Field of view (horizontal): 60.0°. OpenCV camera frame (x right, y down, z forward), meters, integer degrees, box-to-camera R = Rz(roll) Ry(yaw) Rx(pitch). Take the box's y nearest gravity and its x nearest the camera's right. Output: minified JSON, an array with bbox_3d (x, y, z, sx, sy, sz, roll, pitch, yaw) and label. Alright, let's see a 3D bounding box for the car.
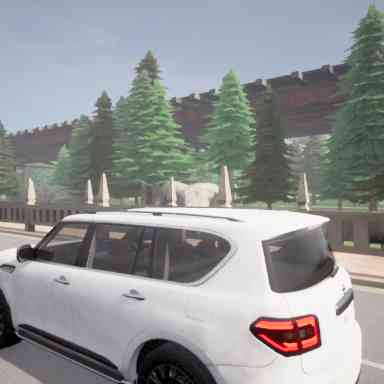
[{"bbox_3d":[-0.790,1.221,4.574,5.566,2.045,2.150,0,0,36],"label":"car"}]
